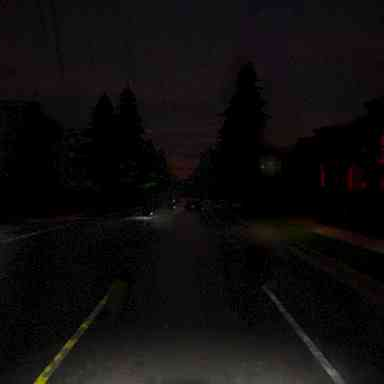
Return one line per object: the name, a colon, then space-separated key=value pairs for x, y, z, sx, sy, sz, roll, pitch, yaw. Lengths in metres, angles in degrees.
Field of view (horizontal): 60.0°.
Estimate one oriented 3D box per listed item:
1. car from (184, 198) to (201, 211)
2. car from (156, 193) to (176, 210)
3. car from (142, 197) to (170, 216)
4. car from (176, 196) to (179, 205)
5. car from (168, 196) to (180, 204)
car: x=0.097 y=1.466 z=40.861 sx=1.882 sy=1.535 sz=5.008 roll=0 pitch=0 yaw=0
car: x=-3.597 y=1.210 z=42.497 sx=2.150 sy=2.045 sz=5.566 roll=0 pitch=0 yaw=0
car: x=-3.602 y=1.538 z=32.332 sx=2.033 sy=1.411 sz=5.357 roll=0 pitch=0 yaw=0
car: x=-3.582 y=1.338 z=52.795 sx=2.097 sy=1.767 sz=4.553 roll=0 pitch=0 yaw=0
car: x=-3.523 y=1.528 z=67.125 sx=2.033 sy=1.411 sz=5.357 roll=0 pitch=0 yaw=0
